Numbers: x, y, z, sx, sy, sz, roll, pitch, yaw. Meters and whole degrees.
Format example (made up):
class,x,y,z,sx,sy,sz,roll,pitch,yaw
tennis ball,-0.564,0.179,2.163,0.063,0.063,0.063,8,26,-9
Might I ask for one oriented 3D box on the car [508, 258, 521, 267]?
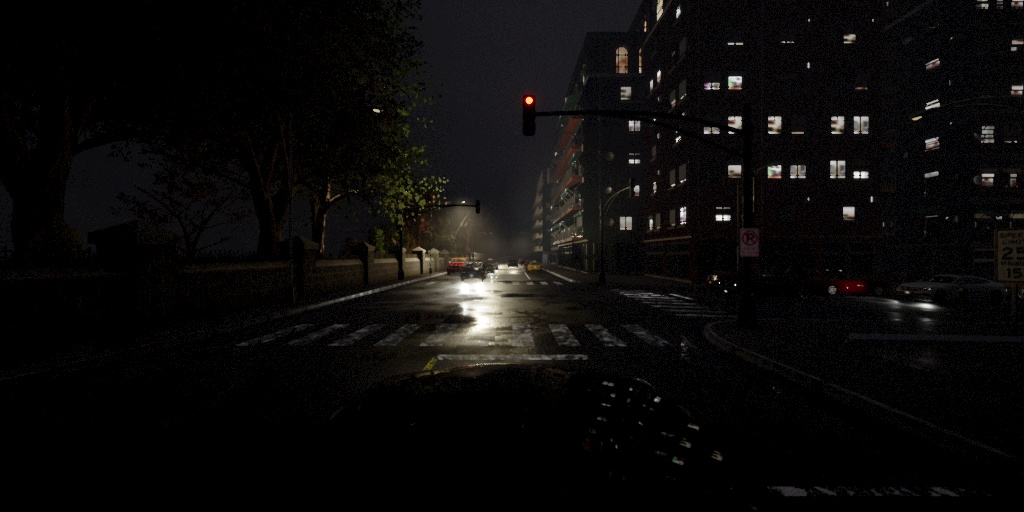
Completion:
class,x,y,z,sx,sy,sz,roll,pitch,yaw
car,0.177,1.320,64.305,2.033,1.411,5.357,0,0,-1

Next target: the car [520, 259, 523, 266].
class,x,y,z,sx,sy,sz,roll,pitch,yaw
car,2.756,1.316,55.128,2.007,1.370,4.403,0,0,0

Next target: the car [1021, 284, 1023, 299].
class,x,y,z,sx,sy,sz,roll,pitch,yaw
car,31.539,1.857,21.954,4.829,1.417,1.751,0,0,0

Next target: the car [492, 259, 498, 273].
class,x,y,z,sx,sy,sz,roll,pitch,yaw
car,-3.047,1.264,42.830,1.837,1.490,4.892,0,0,0

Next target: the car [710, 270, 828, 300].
class,x,y,z,sx,sy,sz,roll,pitch,yaw
car,13.725,1.618,19.327,4.718,1.301,1.895,1,0,0

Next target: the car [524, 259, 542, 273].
class,x,y,z,sx,sy,sz,roll,pitch,yaw
car,2.743,1.283,44.228,1.751,1.417,4.829,0,0,0

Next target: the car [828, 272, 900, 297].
class,x,y,z,sx,sy,sz,roll,pitch,yaw
car,20.318,1.671,21.933,4.507,1.381,1.888,0,0,0

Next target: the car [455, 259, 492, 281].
class,x,y,z,sx,sy,sz,roll,pitch,yaw
car,-3.065,1.243,29.604,2.128,1.511,4.902,0,0,0

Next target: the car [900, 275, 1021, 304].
class,x,y,z,sx,sy,sz,roll,pitch,yaw
car,23.667,1.723,19.343,4.674,1.442,1.812,1,0,0

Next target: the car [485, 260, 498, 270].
class,x,y,z,sx,sy,sz,roll,pitch,yaw
car,-3.027,1.290,53.766,1.812,1.442,4.674,0,0,0

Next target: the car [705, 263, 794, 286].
class,x,y,z,sx,sy,sz,roll,pitch,yaw
car,14.623,1.338,21.922,5.009,1.841,2.192,0,0,0

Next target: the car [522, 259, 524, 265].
class,x,y,z,sx,sy,sz,roll,pitch,yaw
car,2.749,1.307,49.593,1.888,1.381,4.507,0,0,0

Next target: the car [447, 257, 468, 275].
class,x,y,z,sx,sy,sz,roll,pitch,yaw
car,-5.645,1.070,38.532,2.192,1.841,5.009,0,0,0
